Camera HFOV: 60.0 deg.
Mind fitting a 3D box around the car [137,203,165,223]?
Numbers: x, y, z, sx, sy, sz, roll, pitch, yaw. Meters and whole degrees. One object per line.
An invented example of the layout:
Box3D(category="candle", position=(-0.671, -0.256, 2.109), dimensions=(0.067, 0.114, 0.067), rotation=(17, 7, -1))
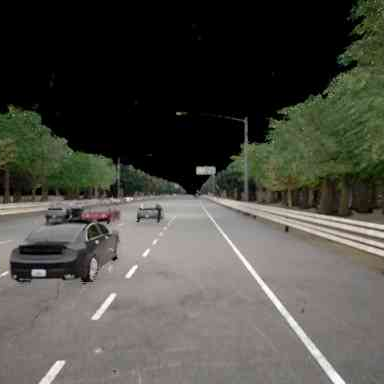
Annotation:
Box3D(category="car", position=(-3.355, 1.650, 27.450), dimensions=(2.128, 1.511, 4.902), rotation=(0, 0, 0))

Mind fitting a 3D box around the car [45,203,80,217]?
Box3D(category="car", position=(-10.355, 1.650, 27.460), dimensions=(2.128, 1.511, 4.902), rotation=(0, 0, 0))

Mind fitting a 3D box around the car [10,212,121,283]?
Box3D(category="car", position=(-3.394, 1.560, 9.799), dimensions=(1.837, 1.490, 4.892), rotation=(0, 0, 0))

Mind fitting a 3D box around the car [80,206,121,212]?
Box3D(category="car", position=(-6.859, 1.750, 25.984), dimensions=(1.895, 1.301, 4.718), rotation=(0, 0, 0))
